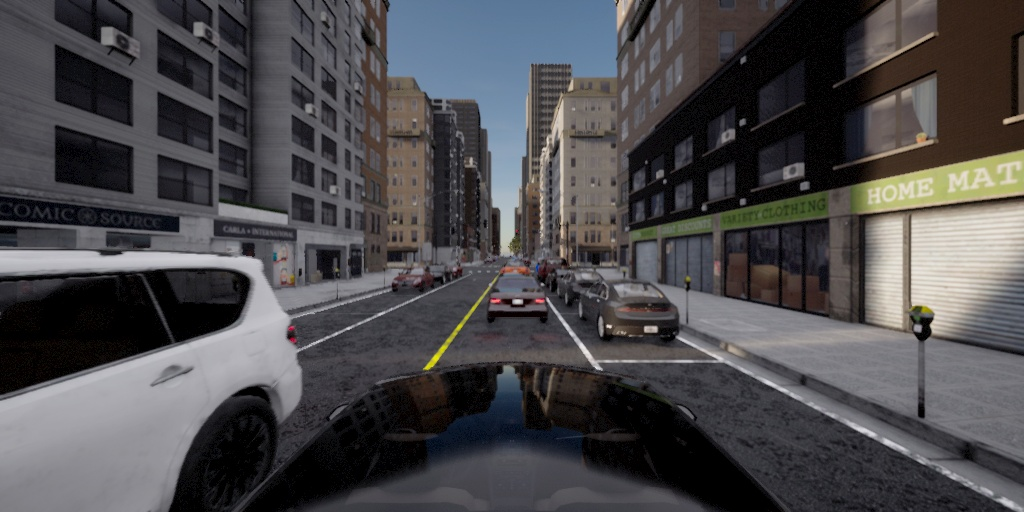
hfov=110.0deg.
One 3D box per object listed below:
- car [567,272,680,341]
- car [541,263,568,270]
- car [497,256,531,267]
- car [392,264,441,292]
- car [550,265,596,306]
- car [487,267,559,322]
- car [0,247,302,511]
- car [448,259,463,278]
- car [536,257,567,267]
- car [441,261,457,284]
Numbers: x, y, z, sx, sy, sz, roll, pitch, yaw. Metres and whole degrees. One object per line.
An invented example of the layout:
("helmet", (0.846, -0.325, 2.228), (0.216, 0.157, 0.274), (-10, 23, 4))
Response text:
("car", (2.896, 1.279, 9.621), (2.007, 1.370, 4.403), (0, 0, 0))
("car", (2.960, 1.265, 20.668), (1.948, 1.339, 4.313), (0, 0, 0))
("car", (0.236, 1.036, 26.331), (2.097, 1.767, 4.553), (0, 0, 0))
("car", (-5.565, 1.281, 20.710), (1.802, 1.307, 4.207), (0, 0, 0))
("car", (2.928, 1.264, 15.144), (2.007, 1.370, 4.403), (0, 0, 0))
("car", (0.156, 1.270, 12.118), (2.033, 1.411, 5.357), (0, 0, 0))
("car", (-3.113, 0.973, 1.185), (2.150, 2.045, 5.566), (0, 0, 0))
("car", (-5.501, 1.109, 31.760), (1.967, 1.591, 4.097), (0, 0, 0))
("car", (2.993, 0.999, 26.192), (2.192, 1.841, 5.009), (0, 0, 0))
("car", (-5.533, 1.250, 26.235), (1.948, 1.339, 4.313), (0, 0, 0))
